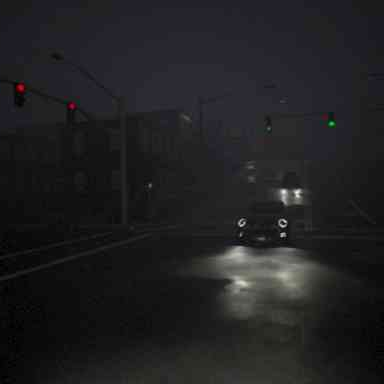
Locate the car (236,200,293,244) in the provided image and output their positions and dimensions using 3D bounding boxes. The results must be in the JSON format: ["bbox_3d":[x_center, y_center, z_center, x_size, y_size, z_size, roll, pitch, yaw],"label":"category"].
[{"bbox_3d":[3.350,1.183,14.820,2.097,1.767,4.553,-1,0,19],"label":"car"}]

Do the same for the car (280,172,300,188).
[{"bbox_3d":[11.464,-1.534,38.770,1.812,1.442,4.674,-1,12,19],"label":"car"}]
